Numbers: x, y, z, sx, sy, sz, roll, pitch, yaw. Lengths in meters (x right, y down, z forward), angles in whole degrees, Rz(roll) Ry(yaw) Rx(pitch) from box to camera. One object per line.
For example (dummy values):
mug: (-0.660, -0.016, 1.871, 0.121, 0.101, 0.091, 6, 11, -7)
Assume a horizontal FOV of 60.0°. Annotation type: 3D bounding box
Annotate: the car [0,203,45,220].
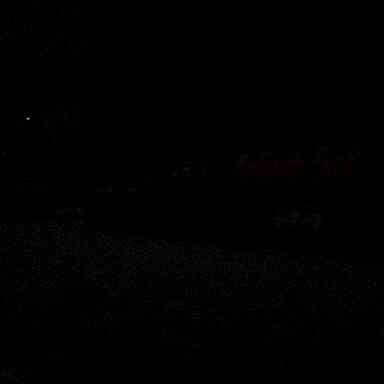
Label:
car: (-14.308, 1.551, 25.845, 2.033, 1.411, 5.357, -1, 0, 36)
